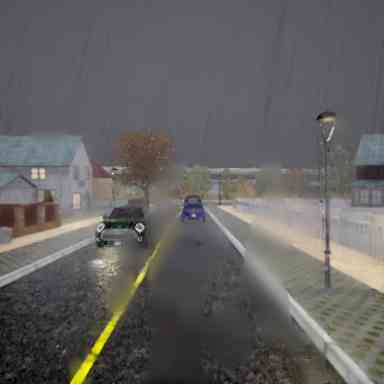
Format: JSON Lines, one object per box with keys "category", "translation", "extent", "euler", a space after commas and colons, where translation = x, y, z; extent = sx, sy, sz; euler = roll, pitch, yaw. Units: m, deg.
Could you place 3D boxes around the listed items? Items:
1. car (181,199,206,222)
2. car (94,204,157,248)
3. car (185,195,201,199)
{"category": "car", "translation": [0.112, 1.579, 27.209], "extent": [1.882, 1.535, 5.008], "euler": [0, 0, 0]}
{"category": "car", "translation": [-2.837, 1.405, 15.037], "extent": [2.097, 1.767, 4.553], "euler": [0, 0, 0]}
{"category": "car", "translation": [0.114, 1.385, 40.036], "extent": [2.150, 2.045, 5.566], "euler": [0, 0, 0]}
